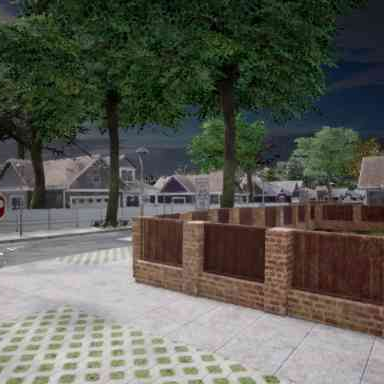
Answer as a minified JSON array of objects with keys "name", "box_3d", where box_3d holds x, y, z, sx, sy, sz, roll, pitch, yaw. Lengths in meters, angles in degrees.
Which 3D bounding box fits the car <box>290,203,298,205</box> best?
[{"name":"car","box_3d":[14.539,2.363,46.524,2.128,1.511,4.902,-1,-2,35]}]
